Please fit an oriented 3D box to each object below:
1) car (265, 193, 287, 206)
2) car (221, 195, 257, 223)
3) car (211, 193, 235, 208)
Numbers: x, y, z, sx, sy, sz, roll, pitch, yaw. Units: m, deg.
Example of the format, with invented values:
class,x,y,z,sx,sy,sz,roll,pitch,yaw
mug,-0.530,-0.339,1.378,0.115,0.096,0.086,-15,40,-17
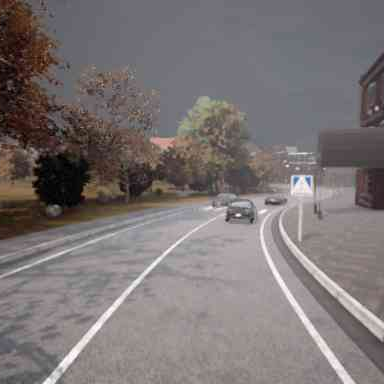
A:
class,x,y,z,sx,sy,sz,roll,pitch,yaw
car,10.336,0.853,40.639,1.994,1.385,4.181,3,3,27
car,3.520,1.249,23.273,1.812,1.442,4.674,1,2,15
car,3.484,0.863,34.535,1.837,1.490,4.892,2,2,22
